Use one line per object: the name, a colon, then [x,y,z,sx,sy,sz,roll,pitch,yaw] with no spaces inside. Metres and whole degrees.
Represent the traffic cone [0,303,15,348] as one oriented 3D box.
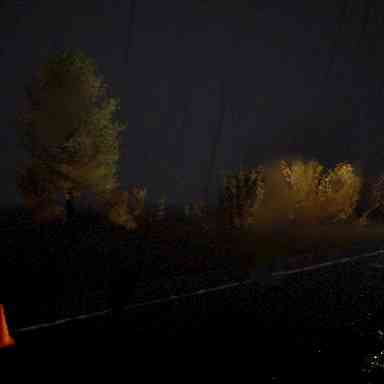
traffic cone: [-2.854,1.963,4.959,0.340,0.580,0.340,1,0,-36]
